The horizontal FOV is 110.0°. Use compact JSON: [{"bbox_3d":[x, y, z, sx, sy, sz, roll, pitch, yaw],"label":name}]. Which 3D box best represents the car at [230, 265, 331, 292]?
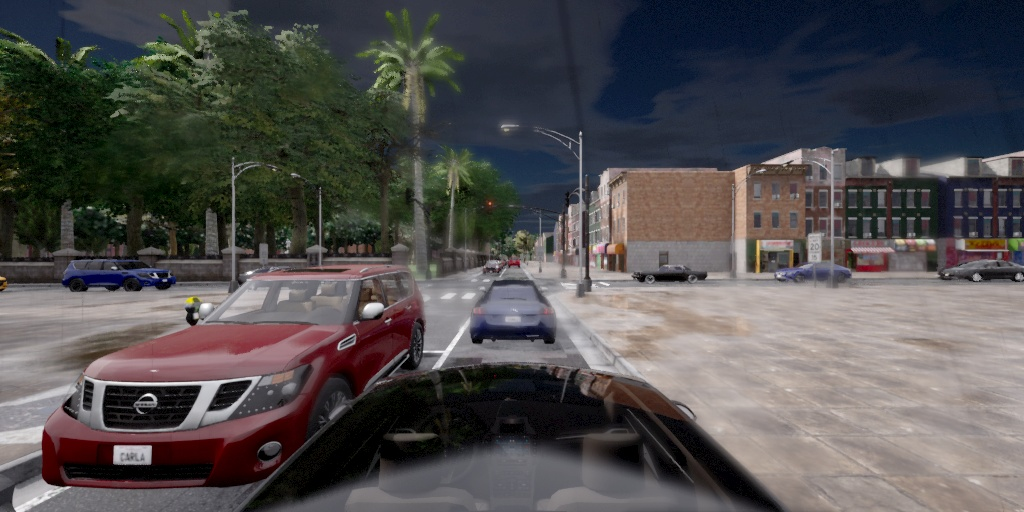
[{"bbox_3d":[-14.340,1.386,22.453,4.902,1.511,2.128,-1,0,-1],"label":"car"}]

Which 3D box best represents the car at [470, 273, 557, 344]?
[{"bbox_3d":[0.042,1.316,9.622,1.994,1.385,4.181,0,0,0],"label":"car"}]

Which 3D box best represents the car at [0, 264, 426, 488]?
[{"bbox_3d":[-2.622,1.065,5.006,2.192,1.841,5.009,0,0,0],"label":"car"}]

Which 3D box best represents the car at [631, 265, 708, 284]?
[{"bbox_3d":[10.982,1.279,25.309,4.718,1.301,1.895,0,0,1],"label":"car"}]

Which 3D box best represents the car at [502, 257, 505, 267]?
[{"bbox_3d":[-2.367,1.290,48.840,1.967,1.591,4.097,0,0,0],"label":"car"}]

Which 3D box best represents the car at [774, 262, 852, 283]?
[{"bbox_3d":[21.146,1.138,25.252,4.674,1.442,1.812,0,0,0],"label":"car"}]

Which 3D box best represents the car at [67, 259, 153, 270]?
[{"bbox_3d":[-24.556,1.216,22.506,5.566,2.045,2.150,-1,0,0],"label":"car"}]

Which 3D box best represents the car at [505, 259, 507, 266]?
[{"bbox_3d":[-2.302,1.484,60.217,1.802,1.307,4.207,0,0,0],"label":"car"}]

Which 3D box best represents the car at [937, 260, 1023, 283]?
[{"bbox_3d":[32.971,1.059,25.186,4.892,1.490,1.837,0,0,0],"label":"car"}]

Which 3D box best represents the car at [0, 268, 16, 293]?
[{"bbox_3d":[-35.053,1.587,22.568,5.008,1.535,1.882,-1,0,0],"label":"car"}]

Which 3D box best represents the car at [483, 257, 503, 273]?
[{"bbox_3d":[-2.401,1.268,43.152,1.967,1.591,4.097,0,0,0],"label":"car"}]
